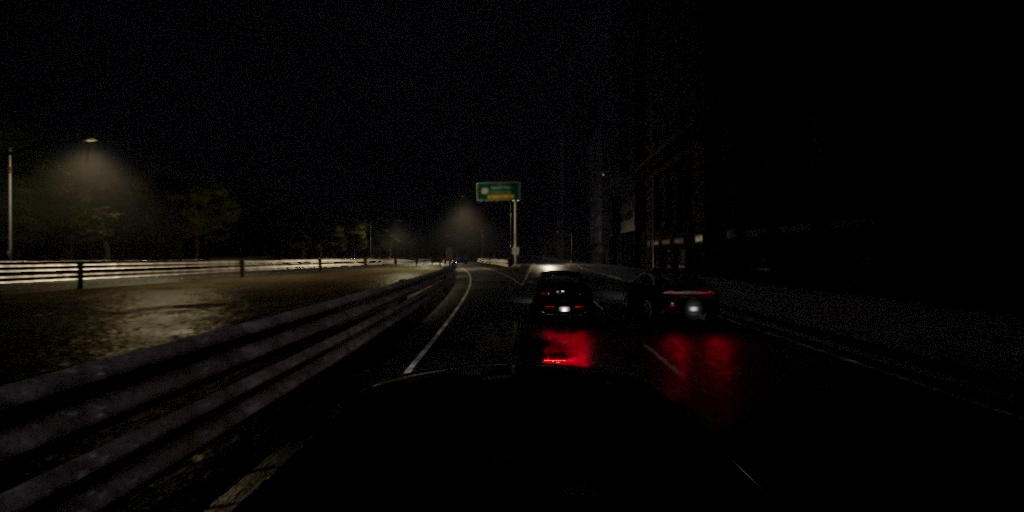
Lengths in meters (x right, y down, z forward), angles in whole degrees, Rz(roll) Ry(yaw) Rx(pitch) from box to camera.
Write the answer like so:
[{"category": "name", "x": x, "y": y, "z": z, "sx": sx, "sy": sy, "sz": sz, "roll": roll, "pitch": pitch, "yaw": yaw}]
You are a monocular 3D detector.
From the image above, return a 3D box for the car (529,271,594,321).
[{"category": "car", "x": 1.654, "y": 1.254, "z": 12.523, "sx": 1.837, "sy": 1.490, "sz": 4.892, "roll": 0, "pitch": 0, "yaw": 4}]

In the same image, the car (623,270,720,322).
[{"category": "car", "x": 5.137, "y": 1.229, "z": 12.207, "sx": 2.128, "sy": 1.511, "sz": 4.902, "roll": 0, "pitch": 0, "yaw": 4}]
